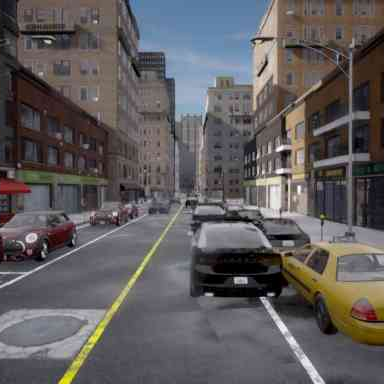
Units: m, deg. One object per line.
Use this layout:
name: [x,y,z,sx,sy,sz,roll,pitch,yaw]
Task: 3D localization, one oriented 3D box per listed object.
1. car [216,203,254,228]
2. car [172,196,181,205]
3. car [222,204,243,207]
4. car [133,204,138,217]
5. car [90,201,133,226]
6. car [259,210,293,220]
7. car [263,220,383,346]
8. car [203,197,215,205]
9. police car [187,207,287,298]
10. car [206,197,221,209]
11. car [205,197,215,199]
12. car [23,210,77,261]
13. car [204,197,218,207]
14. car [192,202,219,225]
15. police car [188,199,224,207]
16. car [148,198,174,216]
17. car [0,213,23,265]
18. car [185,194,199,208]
car: [2.860,1.542,23.118,2.008,1.369,4.403,-1,0,0]
car: [-3.003,1.506,60.393,2.033,1.411,5.357,0,0,0]
car: [2.858,1.559,17.532,1.947,1.339,4.313,-1,0,0]
car: [-5.678,1.570,28.703,1.802,1.307,4.206,-1,0,0]
car: [-5.679,1.431,23.117,1.967,1.590,4.097,-1,0,0]
car: [2.857,1.562,11.946,1.947,1.339,4.313,-1,0,0]
car: [2.856,1.523,6.530,1.752,1.417,4.829,-1,0,0]
car: [2.866,1.544,56.633,1.802,1.307,4.206,-1,0,0]
police car: [0.899,1.422,8.697,1.930,1.638,5.238,0,0,0]
car: [2.864,1.499,45.631,1.752,1.417,4.829,-1,0,0]
car: [2.863,1.530,39.875,2.008,1.369,4.403,-1,0,0]
car: [-5.679,1.436,11.946,1.967,1.590,4.097,-1,0,0]
car: [2.865,1.534,51.047,1.947,1.339,4.313,-1,0,0]
car: [0.898,1.516,24.588,1.812,1.442,4.674,0,0,0]
police car: [0.898,1.418,18.698,1.930,1.638,5.238,0,0,0]
car: [-3.101,1.586,32.303,1.895,1.301,4.718,0,0,0]
car: [-5.680,1.313,6.360,2.192,1.841,5.009,-1,0,0]
car: [0.033,1.449,48.424,1.882,1.535,5.008,0,0,0]
